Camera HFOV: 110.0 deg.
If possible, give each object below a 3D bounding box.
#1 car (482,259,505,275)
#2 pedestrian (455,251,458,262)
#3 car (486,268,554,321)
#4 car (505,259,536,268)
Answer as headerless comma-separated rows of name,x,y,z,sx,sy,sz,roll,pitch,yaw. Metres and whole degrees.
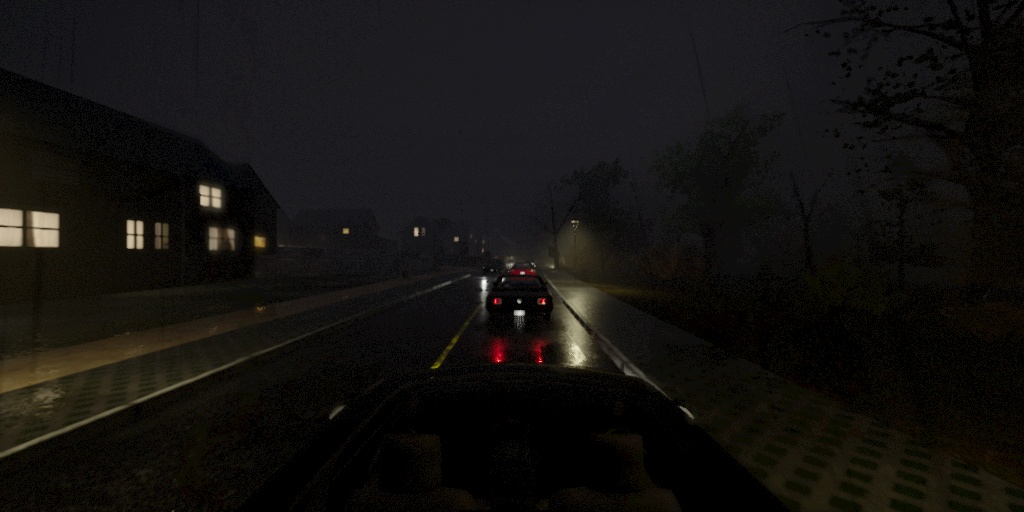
car,-1.622,1.009,34.052,1.837,1.490,4.892,0,0,4
pedestrian,-7.563,0.183,48.873,0.375,1.860,0.375,0,-3,4
car,0.261,1.256,12.055,1.895,1.301,4.718,0,0,1
car,0.797,1.113,26.015,1.994,1.385,4.181,0,0,3
